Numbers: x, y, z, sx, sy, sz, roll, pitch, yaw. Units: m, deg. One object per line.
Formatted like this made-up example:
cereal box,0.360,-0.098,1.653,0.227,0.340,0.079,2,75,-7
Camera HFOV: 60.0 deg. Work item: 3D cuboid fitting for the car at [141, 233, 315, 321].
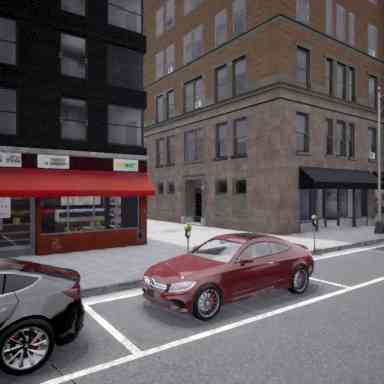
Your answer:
car,0.954,1.582,7.218,4.206,1.307,1.802,0,0,-36

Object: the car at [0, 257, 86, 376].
car,-3.523,1.566,4.022,4.313,1.339,1.947,0,0,-36
